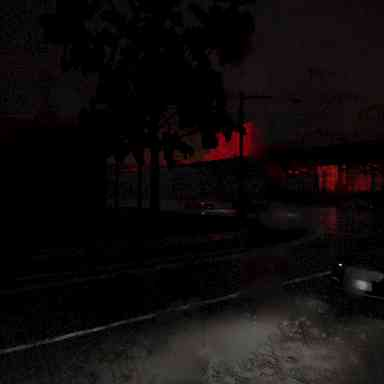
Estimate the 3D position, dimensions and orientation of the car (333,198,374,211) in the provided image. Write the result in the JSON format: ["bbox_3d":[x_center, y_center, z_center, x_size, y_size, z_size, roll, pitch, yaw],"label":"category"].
[{"bbox_3d":[19.784,1.526,40.951,1.812,1.442,4.674,0,0,-34],"label":"car"}]

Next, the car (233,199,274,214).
[{"bbox_3d":[6.426,1.478,35.385,1.882,1.535,5.008,0,0,-34],"label":"car"}]

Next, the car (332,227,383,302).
[{"bbox_3d":[5.204,1.491,7.696,4.902,1.511,2.128,0,0,-35],"label":"car"}]

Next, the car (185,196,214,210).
[{"bbox_3d":[0.958,1.352,43.580,2.097,1.767,4.553,0,0,-33],"label":"car"}]
